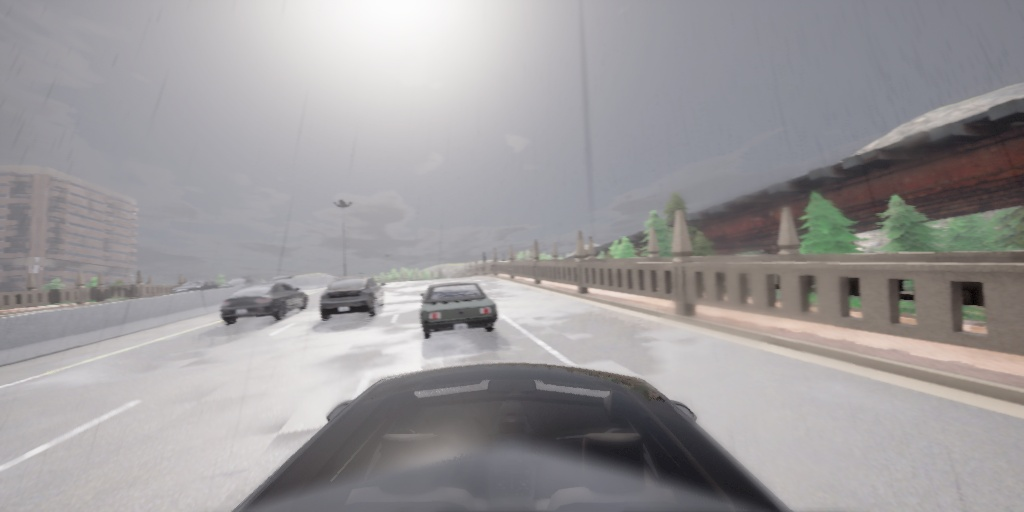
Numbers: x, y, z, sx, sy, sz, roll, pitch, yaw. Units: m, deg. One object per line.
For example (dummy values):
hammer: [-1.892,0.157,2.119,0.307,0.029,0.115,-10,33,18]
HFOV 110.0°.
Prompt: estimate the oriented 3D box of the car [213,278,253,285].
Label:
car: [-25.578,2.845,33.859,1.812,1.442,4.674,-3,-2,-14]

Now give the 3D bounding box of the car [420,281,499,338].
car: [-1.752,1.421,10.694,1.895,1.301,4.718,-3,0,-14]

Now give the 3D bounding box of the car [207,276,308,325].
car: [-9.943,1.800,14.685,1.812,1.442,4.674,-3,0,-14]

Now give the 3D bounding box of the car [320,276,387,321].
car: [-6.306,1.572,14.529,1.837,1.490,4.892,-3,0,-14]

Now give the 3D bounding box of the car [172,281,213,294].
car: [-29.007,3.035,33.173,2.128,1.511,4.902,-3,-2,-14]

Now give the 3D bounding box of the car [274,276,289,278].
car: [-22.220,2.666,34.850,1.837,1.490,4.892,-3,-2,-14]
